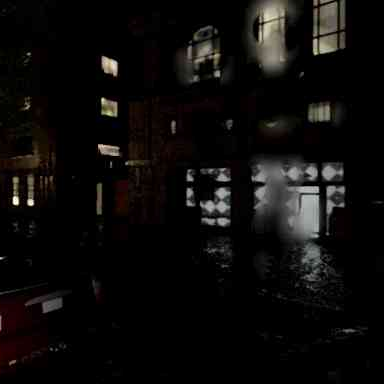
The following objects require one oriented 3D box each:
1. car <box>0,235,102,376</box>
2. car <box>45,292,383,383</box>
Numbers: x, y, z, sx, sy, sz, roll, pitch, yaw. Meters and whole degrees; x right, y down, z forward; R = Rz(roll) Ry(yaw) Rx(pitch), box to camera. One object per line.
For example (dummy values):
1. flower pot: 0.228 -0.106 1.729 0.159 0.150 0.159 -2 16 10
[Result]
1. car: -3.295 1.404 5.223 4.097 1.590 1.967 0 0 35
2. car: 1.342 1.552 1.916 4.403 1.369 2.008 0 0 35
